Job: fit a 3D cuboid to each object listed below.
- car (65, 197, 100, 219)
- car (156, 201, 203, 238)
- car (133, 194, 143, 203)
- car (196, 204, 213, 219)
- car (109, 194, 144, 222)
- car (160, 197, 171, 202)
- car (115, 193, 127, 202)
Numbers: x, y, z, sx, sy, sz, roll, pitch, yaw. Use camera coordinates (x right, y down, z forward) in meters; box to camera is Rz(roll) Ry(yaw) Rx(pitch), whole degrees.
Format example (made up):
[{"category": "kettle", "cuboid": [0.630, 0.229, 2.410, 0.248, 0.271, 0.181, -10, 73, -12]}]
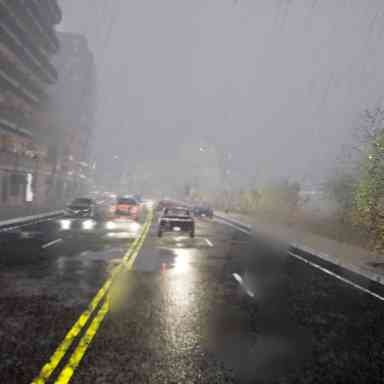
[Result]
[{"category": "car", "cuboid": [-8.325, 1.169, 25.658, 1.837, 1.490, 4.892, 4, 0, -6]}, {"category": "car", "cuboid": [-0.918, 1.560, 18.397, 2.128, 1.511, 4.902, 4, 0, -5]}, {"category": "car", "cuboid": [-10.631, 1.255, 65.281, 1.837, 1.490, 4.892, 4, 0, -10]}, {"category": "car", "cuboid": [0.827, 1.875, 33.406, 1.895, 1.301, 4.718, 4, 0, -7]}, {"category": "car", "cuboid": [-5.045, 1.214, 25.521, 2.097, 1.767, 4.553, 4, 0, -6]}, {"category": "car", "cuboid": [-3.149, 1.630, 39.029, 1.994, 1.385, 4.181, 4, 0, -7]}, {"category": "car", "cuboid": [-14.045, 1.123, 65.909, 2.128, 1.511, 4.902, 4, 0, -11]}]
